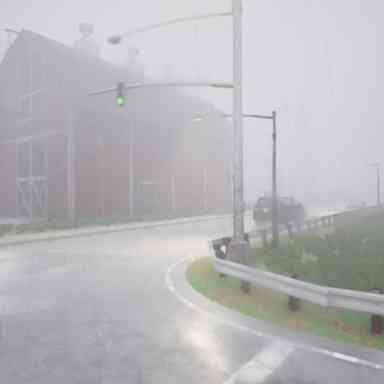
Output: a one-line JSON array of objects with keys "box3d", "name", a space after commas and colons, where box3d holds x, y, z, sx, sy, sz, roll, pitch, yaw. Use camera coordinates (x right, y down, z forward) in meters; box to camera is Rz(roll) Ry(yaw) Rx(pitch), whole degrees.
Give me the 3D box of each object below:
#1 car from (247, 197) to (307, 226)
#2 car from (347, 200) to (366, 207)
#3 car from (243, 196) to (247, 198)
[{"box3d": [6.359, 1.346, 23.720, 2.150, 2.045, 5.566, -1, -1, 37], "name": "car"}, {"box3d": [22.838, 1.691, 45.999, 1.895, 1.301, 4.718, 0, 0, 34], "name": "car"}, {"box3d": [14.061, 1.840, 88.271, 1.784, 1.438, 3.905, -1, 0, 36], "name": "car"}]
